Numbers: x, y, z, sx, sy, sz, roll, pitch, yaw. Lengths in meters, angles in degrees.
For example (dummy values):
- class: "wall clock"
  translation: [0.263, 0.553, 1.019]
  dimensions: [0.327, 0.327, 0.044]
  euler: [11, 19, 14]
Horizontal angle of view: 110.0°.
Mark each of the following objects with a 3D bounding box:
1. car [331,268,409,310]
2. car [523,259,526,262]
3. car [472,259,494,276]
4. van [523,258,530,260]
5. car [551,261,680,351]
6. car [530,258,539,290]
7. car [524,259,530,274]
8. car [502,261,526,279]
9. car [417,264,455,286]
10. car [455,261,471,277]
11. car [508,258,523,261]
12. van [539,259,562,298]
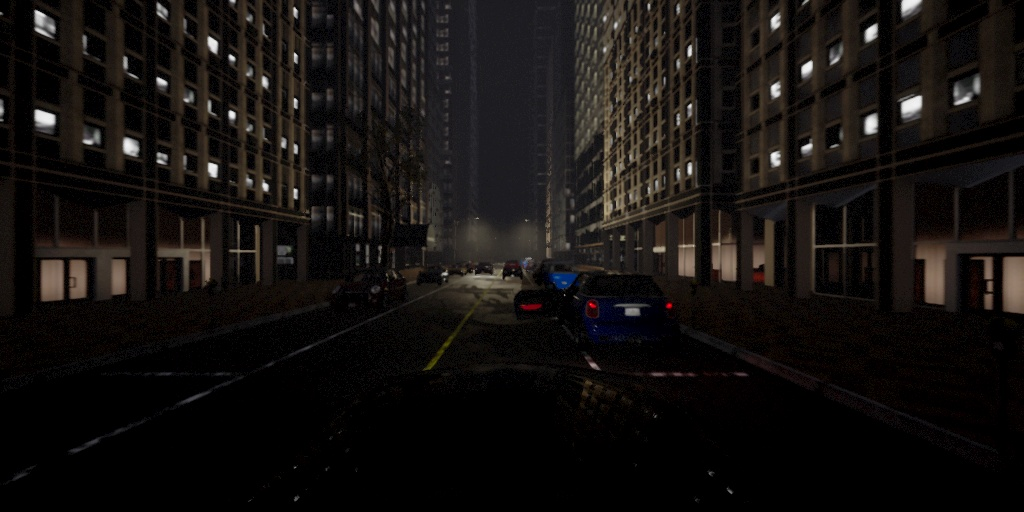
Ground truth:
- class: "car"
  translation: [-5.682, 1.231, 14.741]
  dimensions: [1.967, 1.591, 4.097]
  euler: [0, 0, 0]
- class: "car"
  translation: [2.719, 1.458, 48.926]
  dimensions: [1.802, 1.307, 4.207]
  euler: [0, 0, 0]
- class: "car"
  translation: [-3.041, 1.384, 39.833]
  dimensions: [1.812, 1.442, 4.674]
  euler: [0, 0, 0]
- class: "van"
  translation: [2.723, 1.227, 54.625]
  dimensions: [1.690, 1.789, 3.998]
  euler: [0, 0, 0]
- class: "car"
  translation: [2.394, 1.126, 9.239]
  dimensions: [2.097, 1.767, 4.553]
  euler: [0, 0, 0]
- class: "car"
  translation: [2.705, 1.138, 26.130]
  dimensions: [2.192, 1.841, 5.009]
  euler: [0, 0, 0]
- class: "car"
  translation: [2.716, 1.416, 43.228]
  dimensions: [2.007, 1.370, 4.403]
  euler: [0, 0, 0]
- class: "car"
  translation: [0.067, 1.444, 33.492]
  dimensions: [1.895, 1.301, 4.718]
  euler: [0, 0, 1]
- class: "car"
  translation: [-5.676, 1.374, 26.138]
  dimensions: [2.007, 1.370, 4.403]
  euler: [0, 0, 0]
- class: "car"
  translation: [-5.669, 1.378, 37.364]
  dimensions: [1.751, 1.417, 4.829]
  euler: [0, 0, 0]
- class: "car"
  translation: [0.074, 1.227, 48.415]
  dimensions: [2.097, 1.767, 4.553]
  euler: [0, 0, 1]
- class: "van"
  translation: [2.701, 1.148, 20.431]
  dimensions: [1.690, 1.789, 3.998]
  euler: [0, 0, 0]
